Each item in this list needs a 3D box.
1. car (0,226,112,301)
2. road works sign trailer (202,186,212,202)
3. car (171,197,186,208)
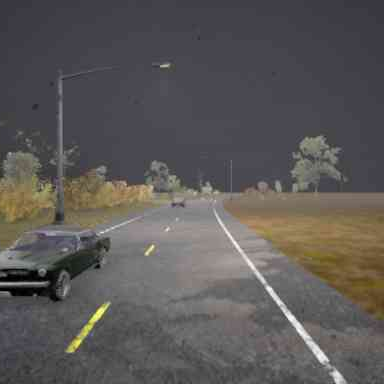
[{"bbox_3d":[-3.535,1.607,8.447,1.895,1.301,4.718,0,0,1],"label":"car"},{"bbox_3d":[3.515,0.518,76.406,2.380,3.560,2.880,0,0,6],"label":"road works sign trailer"},{"bbox_3d":[-2.025,1.515,50.127,1.882,1.535,5.008,0,0,4],"label":"car"}]
